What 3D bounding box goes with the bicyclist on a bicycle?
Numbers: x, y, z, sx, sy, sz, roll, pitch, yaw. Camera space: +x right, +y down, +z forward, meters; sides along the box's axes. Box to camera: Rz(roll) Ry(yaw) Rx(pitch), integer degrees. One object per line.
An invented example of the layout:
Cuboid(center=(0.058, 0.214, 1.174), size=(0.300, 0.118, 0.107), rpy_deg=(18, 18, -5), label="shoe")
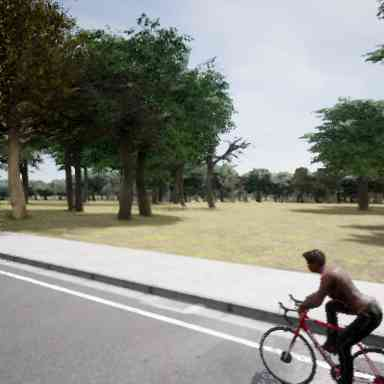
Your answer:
Cuboid(center=(1.491, 1.455, 3.596), size=(1.656, 1.620, 0.582), rpy_deg=(-1, 0, 36), label="bicyclist on a bicycle")
